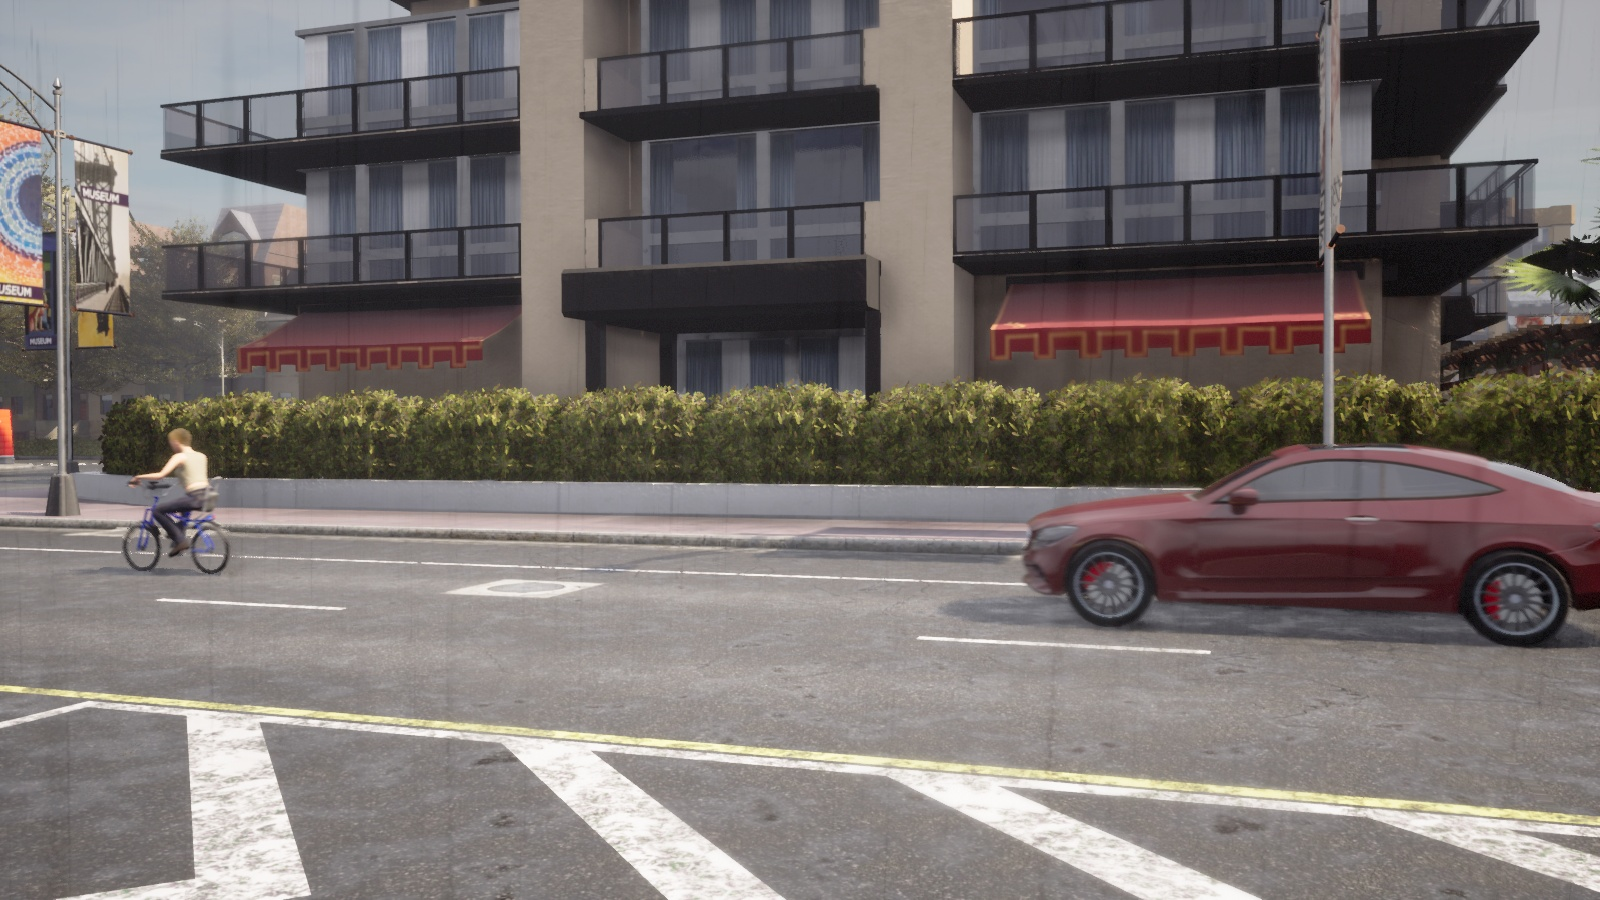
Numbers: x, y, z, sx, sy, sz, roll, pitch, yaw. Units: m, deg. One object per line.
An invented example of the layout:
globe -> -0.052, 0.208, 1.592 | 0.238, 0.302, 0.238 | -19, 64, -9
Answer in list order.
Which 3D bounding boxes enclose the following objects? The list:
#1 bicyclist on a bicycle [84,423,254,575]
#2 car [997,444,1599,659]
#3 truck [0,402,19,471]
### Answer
bicyclist on a bicycle -> -7.008, 0.513, 13.965 | 1.509, 1.612, 0.866 | 0, 1, 18
car -> 4.099, 0.704, 10.225 | 4.674, 1.442, 1.812 | 1, 1, 19
truck -> -30.672, -0.478, 43.900 | 2.627, 2.467, 5.204 | 1, 1, 18
